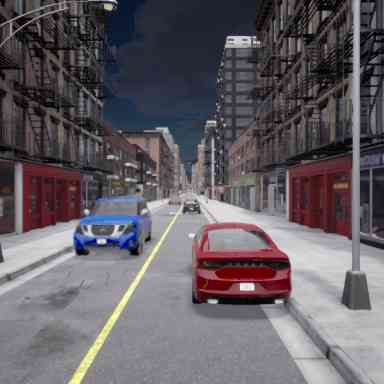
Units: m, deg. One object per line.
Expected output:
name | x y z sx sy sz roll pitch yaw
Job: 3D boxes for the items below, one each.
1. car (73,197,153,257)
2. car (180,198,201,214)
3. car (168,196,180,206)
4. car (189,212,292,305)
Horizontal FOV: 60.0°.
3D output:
car | -2.889 1.222 13.372 2.150 2.045 5.566 0 0 0
car | -0.035 1.545 35.655 1.812 1.442 4.674 0 0 0
car | -2.916 1.400 56.495 2.097 1.767 4.553 0 0 0
car | 0.939 1.478 8.189 1.882 1.535 5.008 0 0 0
